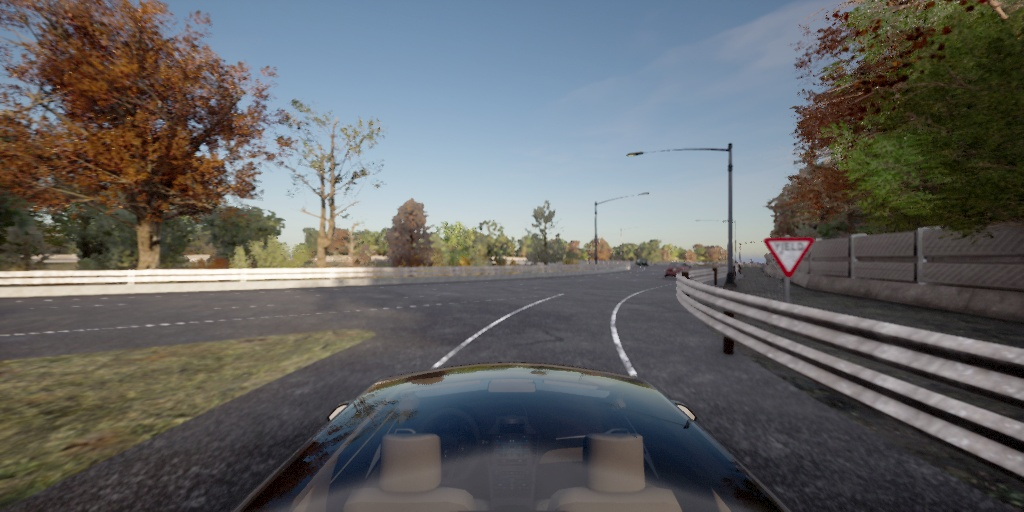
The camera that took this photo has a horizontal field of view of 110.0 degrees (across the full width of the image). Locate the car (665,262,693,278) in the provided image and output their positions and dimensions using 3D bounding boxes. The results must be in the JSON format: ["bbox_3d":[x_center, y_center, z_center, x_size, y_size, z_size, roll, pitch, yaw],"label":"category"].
[{"bbox_3d":[18.300,1.443,39.130,2.097,1.767,4.553,0,-1,37],"label":"car"}]
